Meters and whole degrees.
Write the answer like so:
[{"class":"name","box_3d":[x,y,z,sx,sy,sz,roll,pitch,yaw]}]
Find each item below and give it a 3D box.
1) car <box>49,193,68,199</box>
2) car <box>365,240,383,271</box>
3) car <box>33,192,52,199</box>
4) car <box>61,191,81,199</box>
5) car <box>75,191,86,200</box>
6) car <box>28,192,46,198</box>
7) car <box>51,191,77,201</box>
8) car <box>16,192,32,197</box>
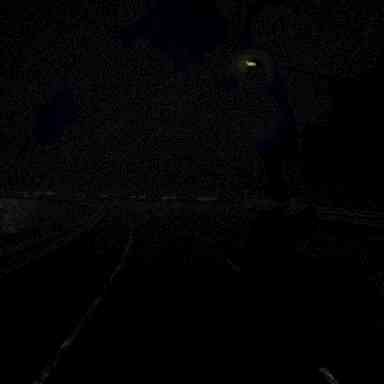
[{"class":"car","box_3d":[-32.247,0.973,80.038,4.902,1.511,2.128,1,0,40]},{"class":"car","box_3d":[6.664,1.777,8.649,1.895,1.301,4.718,1,0,-4]},{"class":"car","box_3d":[-34.444,0.977,77.300,4.718,1.301,1.895,1,0,40]},{"class":"car","box_3d":[-30.166,0.724,82.934,5.566,2.045,2.150,1,0,40]},{"class":"car","box_3d":[-24.989,1.077,72.935,1.882,1.535,5.008,1,0,-44]},{"class":"car","box_3d":[-40.394,0.744,86.603,4.718,1.301,1.895,1,0,34]},{"class":"car","box_3d":[-26.890,1.088,69.850,2.033,1.411,5.357,1,0,-44]},{"class":"car","box_3d":[-42.448,0.691,83.770,4.718,1.301,1.895,1,0,34]}]
